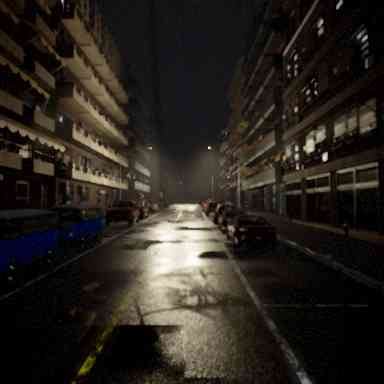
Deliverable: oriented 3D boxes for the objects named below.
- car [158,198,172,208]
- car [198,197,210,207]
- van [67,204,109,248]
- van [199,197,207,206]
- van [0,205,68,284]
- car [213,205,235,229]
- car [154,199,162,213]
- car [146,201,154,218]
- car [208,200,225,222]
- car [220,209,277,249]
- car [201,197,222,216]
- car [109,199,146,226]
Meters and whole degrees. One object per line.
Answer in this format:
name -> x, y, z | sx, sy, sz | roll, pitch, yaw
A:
car -> -5.328, 1.927, 59.412 | 2.192, 1.841, 5.009 | 1, -1, 0
car -> 2.510, 2.061, 70.424 | 2.192, 1.841, 5.009 | 1, -1, 0
van -> -5.300, 1.481, 15.171 | 1.690, 1.788, 3.998 | 1, -1, 0
van -> 2.506, 2.158, 75.955 | 1.690, 1.788, 3.998 | 1, -1, 0
van -> -5.296, 1.429, 9.639 | 1.690, 1.788, 3.998 | 1, -1, 0
car -> 2.572, 1.736, 20.642 | 1.887, 1.381, 4.507 | 1, -1, 0
car -> -5.323, 1.988, 42.821 | 1.947, 1.339, 4.313 | 1, -1, 0
car -> -5.310, 1.620, 31.761 | 2.192, 1.841, 5.009 | 1, -1, 0
car -> 2.578, 1.687, 26.175 | 1.967, 1.590, 4.097 | 1, -1, 0
car -> 2.575, 1.682, 15.113 | 1.887, 1.381, 4.507 | 1, -1, 0
car -> 2.532, 1.675, 37.237 | 2.192, 1.841, 5.009 | 1, -1, 0
car -> -5.307, 1.564, 26.232 | 2.192, 1.841, 5.009 | 1, -1, 0
